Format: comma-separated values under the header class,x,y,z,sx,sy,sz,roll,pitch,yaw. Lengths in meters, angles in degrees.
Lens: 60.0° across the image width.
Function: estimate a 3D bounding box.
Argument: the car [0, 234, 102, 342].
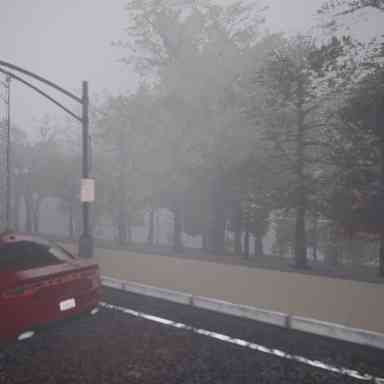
class,x,y,z,sx,sy,sz,roll,pitch,yaw
car,-3.895,1.566,6.463,5.008,1.535,1.882,-1,0,36
